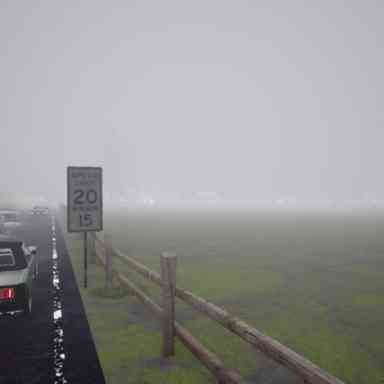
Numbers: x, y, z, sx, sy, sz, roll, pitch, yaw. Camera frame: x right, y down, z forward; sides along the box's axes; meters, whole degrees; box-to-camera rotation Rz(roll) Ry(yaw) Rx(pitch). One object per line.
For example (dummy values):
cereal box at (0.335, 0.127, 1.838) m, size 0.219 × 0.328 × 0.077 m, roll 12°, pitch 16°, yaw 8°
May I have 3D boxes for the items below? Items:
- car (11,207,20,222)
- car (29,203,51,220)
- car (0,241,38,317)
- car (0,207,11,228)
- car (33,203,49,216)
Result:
car at (-18.054, 2.159, 32.400) m, size 1.994 × 1.385 × 4.181 m, roll 0°, pitch -1°, yaw -22°
car at (-16.137, 2.164, 35.197) m, size 2.033 × 1.411 × 5.357 m, roll 0°, pitch -1°, yaw -22°
car at (-4.439, 1.723, 7.249) m, size 1.895 × 1.301 × 4.718 m, roll 0°, pitch -1°, yaw -23°
car at (-14.196, 1.979, 23.124) m, size 2.033 × 1.411 × 5.357 m, roll 0°, pitch -1°, yaw -23°
car at (-20.097, 2.289, 44.497) m, size 1.837 × 1.490 × 4.892 m, roll 0°, pitch -1°, yaw -23°
